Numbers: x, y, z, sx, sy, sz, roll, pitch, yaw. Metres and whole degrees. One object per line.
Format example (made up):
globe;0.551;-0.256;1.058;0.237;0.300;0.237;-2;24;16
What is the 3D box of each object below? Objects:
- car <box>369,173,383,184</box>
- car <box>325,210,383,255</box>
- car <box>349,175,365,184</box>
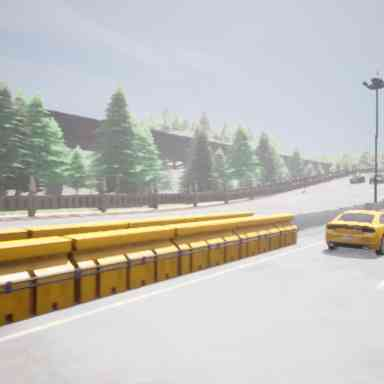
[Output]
car;34.112;-2.547;60.997;2.097;1.767;4.553;1;7;41
car;7.099;1.483;13.586;1.882;1.535;5.008;1;1;41
car;31.450;-2.425;63.272;2.128;1.511;4.902;1;7;41
